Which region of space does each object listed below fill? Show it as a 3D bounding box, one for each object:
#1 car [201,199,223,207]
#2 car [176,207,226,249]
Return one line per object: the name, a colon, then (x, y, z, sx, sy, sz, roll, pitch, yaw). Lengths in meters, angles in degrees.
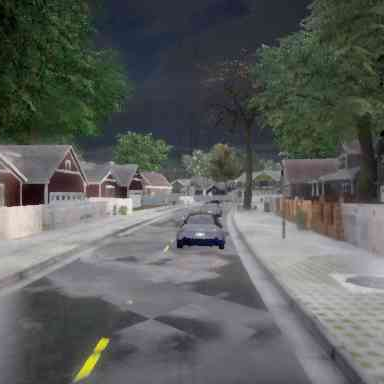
car: (1.707, 1.589, 29.396, 1.994, 1.385, 4.181, 0, 0, 7)
car: (0.426, 1.576, 14.531, 1.994, 1.385, 4.181, 0, 0, 3)
